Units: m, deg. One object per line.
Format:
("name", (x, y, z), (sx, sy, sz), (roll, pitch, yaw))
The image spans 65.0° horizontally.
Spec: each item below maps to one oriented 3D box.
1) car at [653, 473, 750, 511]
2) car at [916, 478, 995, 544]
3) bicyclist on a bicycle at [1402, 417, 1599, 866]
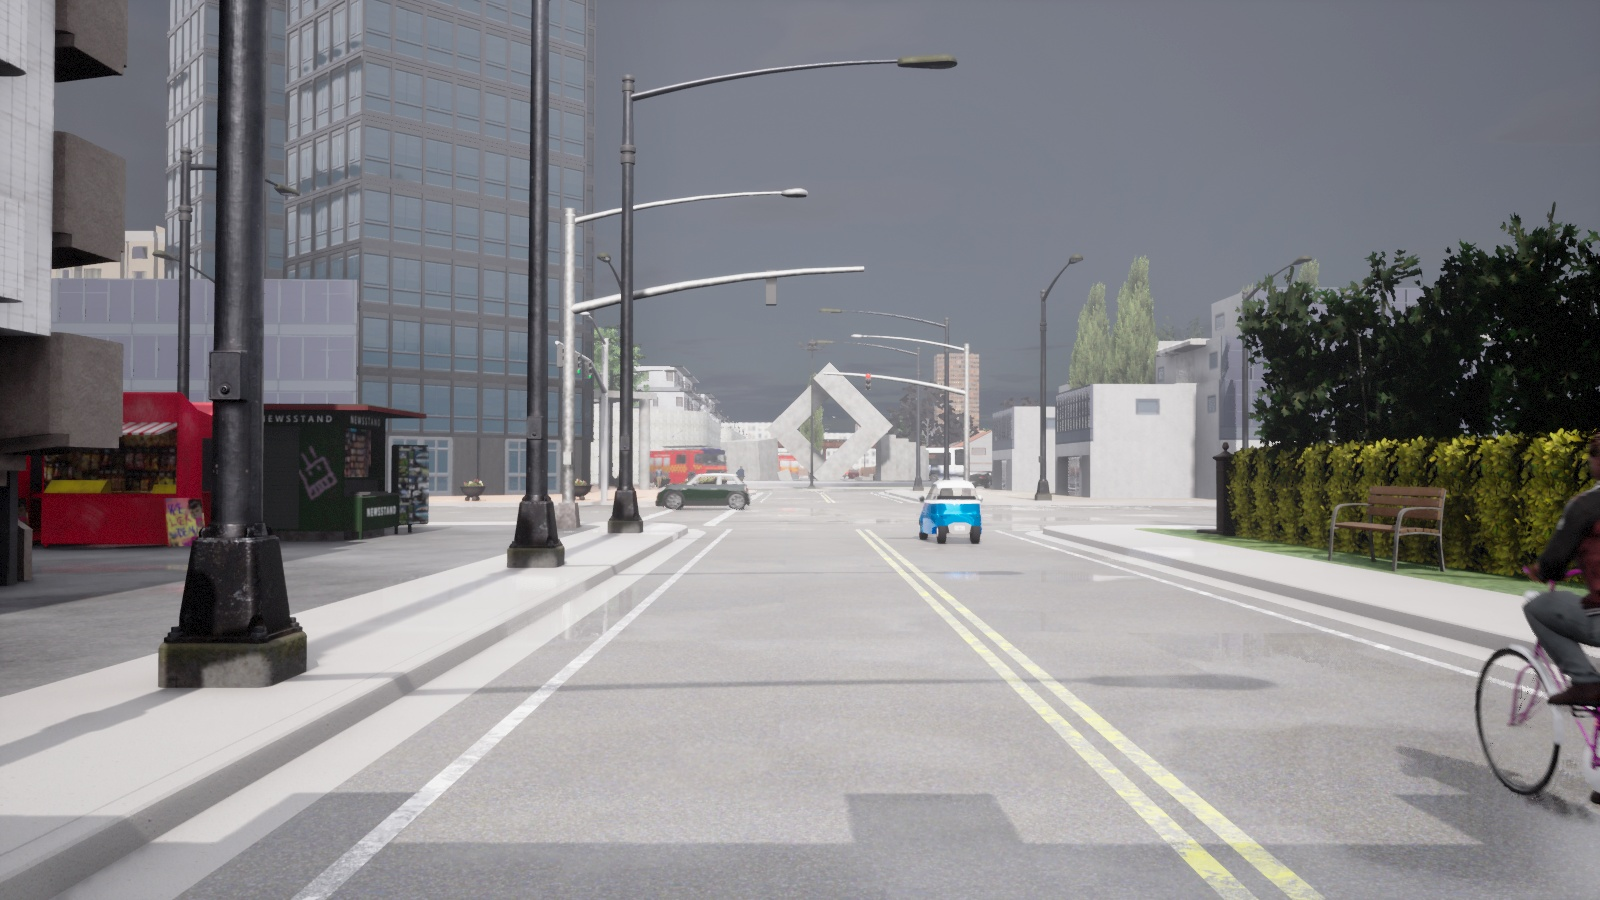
("car", (-3.963, 1.686, 50.963), (3.806, 1.475, 1.970), (0, -1, -1))
("car", (3.429, 1.324, 27.981), (1.481, 1.376, 2.207), (0, -1, 0))
("bicyclist on a bicycle", (3.487, 0.766, 5.639), (0.659, 1.776, 1.843), (0, -1, 0))
